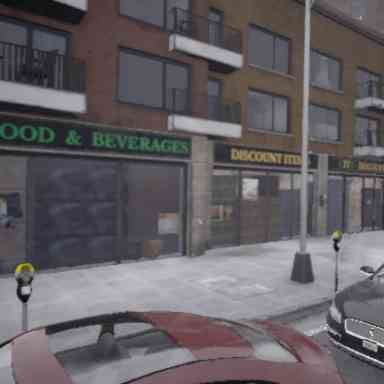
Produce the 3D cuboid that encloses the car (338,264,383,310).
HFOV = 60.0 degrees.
[{"bbox_3d":[3.855,1.539,5.040,4.403,1.369,2.008,0,1,-34],"label":"car"}]

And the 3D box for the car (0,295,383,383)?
[{"bbox_3d":[-0.713,1.538,1.944,4.206,1.307,1.802,0,1,-34],"label":"car"}]
